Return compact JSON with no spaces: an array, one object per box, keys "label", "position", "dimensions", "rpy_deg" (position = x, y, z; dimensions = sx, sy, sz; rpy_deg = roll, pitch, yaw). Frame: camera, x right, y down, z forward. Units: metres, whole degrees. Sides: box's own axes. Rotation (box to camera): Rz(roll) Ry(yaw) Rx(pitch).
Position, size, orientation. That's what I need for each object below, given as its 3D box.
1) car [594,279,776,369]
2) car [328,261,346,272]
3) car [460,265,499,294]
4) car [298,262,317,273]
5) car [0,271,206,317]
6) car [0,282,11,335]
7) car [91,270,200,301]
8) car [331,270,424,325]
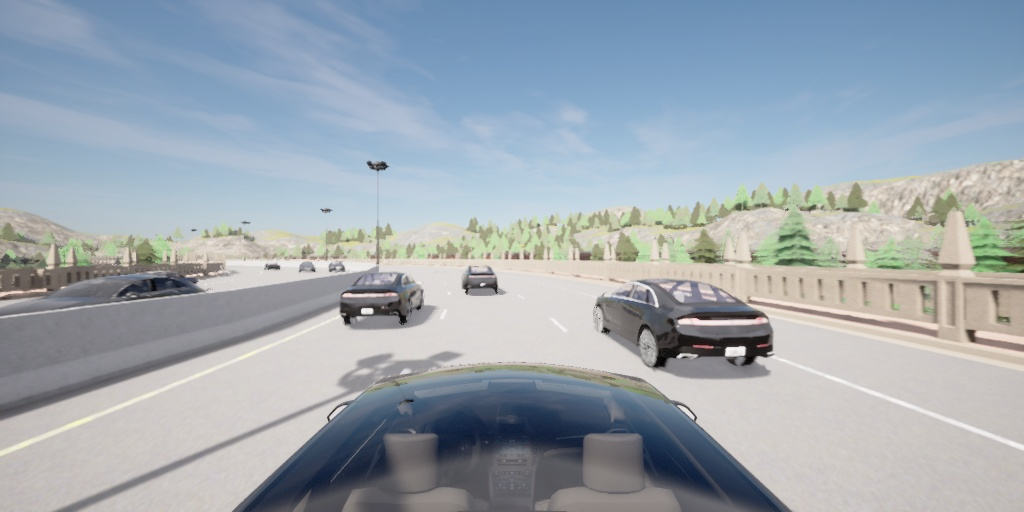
[{"label":"car","position":[3.225,1.234,7.832],"dimensions":[2.128,1.511,4.902],"rpy_deg":[0,0,-3]},{"label":"car","position":[-24.038,1.456,49.218],"dimensions":[2.128,1.511,4.902],"rpy_deg":[0,0,-31]},{"label":"car","position":[-1.953,1.285,20.893],"dimensions":[2.128,1.511,4.902],"rpy_deg":[0,0,-10]},{"label":"car","position":[-27.658,1.510,48.466],"dimensions":[1.812,1.442,4.674],"rpy_deg":[0,0,-31]},{"label":"car","position":[-11.173,1.332,10.178],"dimensions":[1.837,1.490,4.892],"rpy_deg":[0,0,-6]},{"label":"car","position":[-14.452,1.405,7.599],"dimensions":[1.994,1.385,4.181],"rpy_deg":[0,0,-5]},{"label":"car","position":[-19.689,1.492,19.614],"dimensions":[1.895,1.301,4.718],"rpy_deg":[0,0,-13]},{"label":"car","position":[-4.157,1.282,12.061],"dimensions":[2.128,1.511,4.902],"rpy_deg":[0,0,-6]}]
